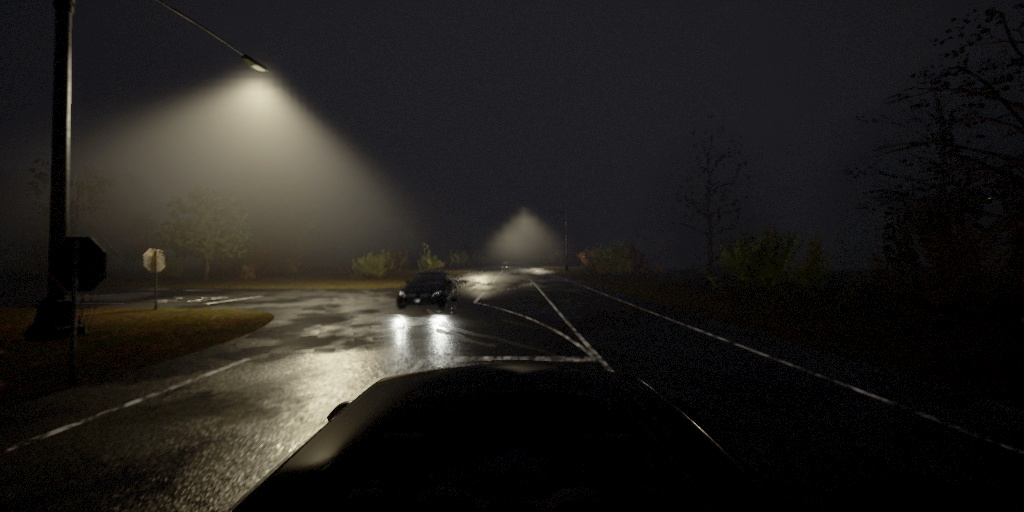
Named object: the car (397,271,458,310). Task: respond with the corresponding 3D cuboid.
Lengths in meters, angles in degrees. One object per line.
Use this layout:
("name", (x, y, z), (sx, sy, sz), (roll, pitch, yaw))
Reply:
("car", (-3.478, 1.407, 15.543), (1.812, 1.442, 4.674), (0, -1, 0))
